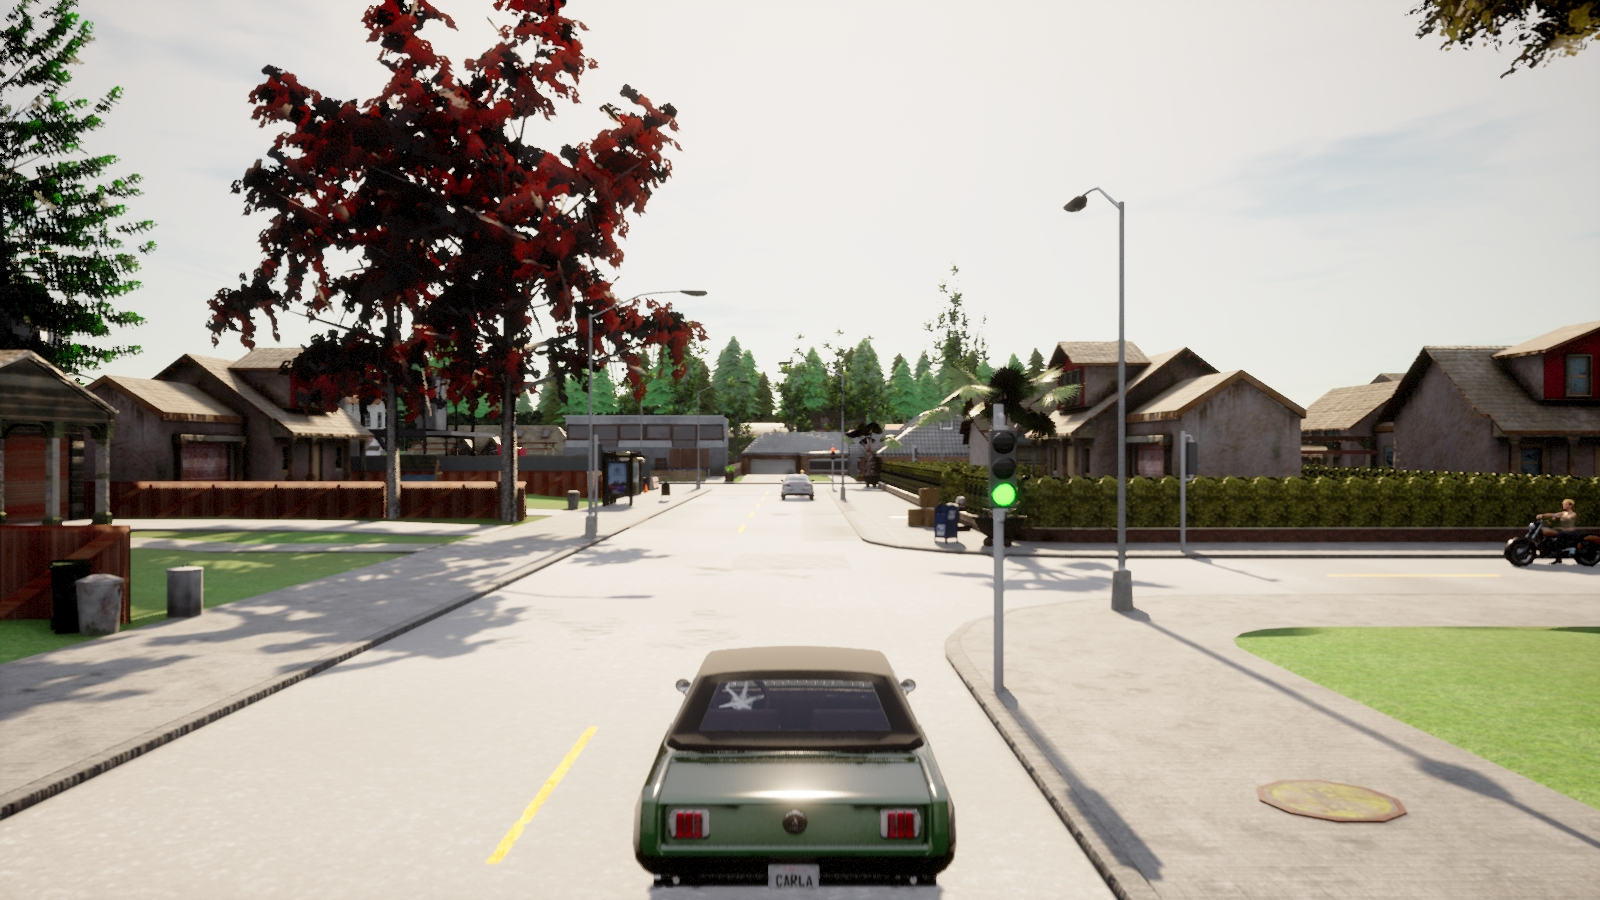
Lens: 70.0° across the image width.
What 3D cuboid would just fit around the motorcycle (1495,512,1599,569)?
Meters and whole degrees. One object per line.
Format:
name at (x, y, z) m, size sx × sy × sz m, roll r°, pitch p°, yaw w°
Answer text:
motorcycle at (18.245, 2.174, 27.656) m, size 2.356 × 1.307 × 0.764 m, roll 0°, pitch 0°, yaw 0°

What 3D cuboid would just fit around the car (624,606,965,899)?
car at (-0.033, 2.162, 8.708) m, size 1.895 × 1.301 × 4.718 m, roll 0°, pitch 0°, yaw 0°

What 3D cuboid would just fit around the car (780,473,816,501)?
car at (-0.148, 2.127, 66.345) m, size 2.002 × 1.442 × 4.674 m, roll 0°, pitch 0°, yaw 0°
